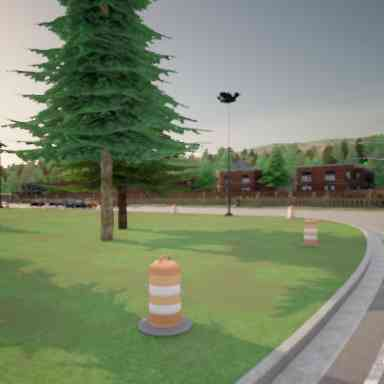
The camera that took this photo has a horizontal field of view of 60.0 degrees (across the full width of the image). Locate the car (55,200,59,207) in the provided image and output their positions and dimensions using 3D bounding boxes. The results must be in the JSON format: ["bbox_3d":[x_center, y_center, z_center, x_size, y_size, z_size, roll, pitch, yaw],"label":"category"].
[{"bbox_3d":[-27.067,2.219,66.774,4.181,1.385,1.994,-1,-1,37],"label":"car"}]

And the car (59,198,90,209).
[{"bbox_3d":[-20.239,2.195,57.317,4.892,1.490,1.837,-1,-1,38],"label":"car"}]

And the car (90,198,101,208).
[{"bbox_3d":[-18.832,2.060,60.650,4.553,1.767,2.097,-1,-1,37],"label":"car"}]

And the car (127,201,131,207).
[{"bbox_3d":[-14.140,2.238,65.868,4.674,1.442,1.812,-1,-1,38],"label":"car"}]

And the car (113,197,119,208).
[{"bbox_3d":[-15.324,1.912,62.366,5.566,2.045,2.150,-1,-1,37],"label":"car"}]

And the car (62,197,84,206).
[{"bbox_3d":[-24.941,2.027,69.555,4.553,1.767,2.097,-1,-1,37],"label":"car"}]

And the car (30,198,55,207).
[{"bbox_3d":[-29.148,2.015,63.960,4.553,1.767,2.097,-1,-1,37],"label":"car"}]

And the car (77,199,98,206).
[{"bbox_3d":[-22.861,2.179,72.369,4.892,1.490,1.837,-1,-1,37],"label":"car"}]

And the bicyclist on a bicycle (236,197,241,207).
[{"bbox_3d":[7.582,1.723,54.569,0.582,1.620,1.656,-1,0,37],"label":"bicyclist on a bicycle"}]
